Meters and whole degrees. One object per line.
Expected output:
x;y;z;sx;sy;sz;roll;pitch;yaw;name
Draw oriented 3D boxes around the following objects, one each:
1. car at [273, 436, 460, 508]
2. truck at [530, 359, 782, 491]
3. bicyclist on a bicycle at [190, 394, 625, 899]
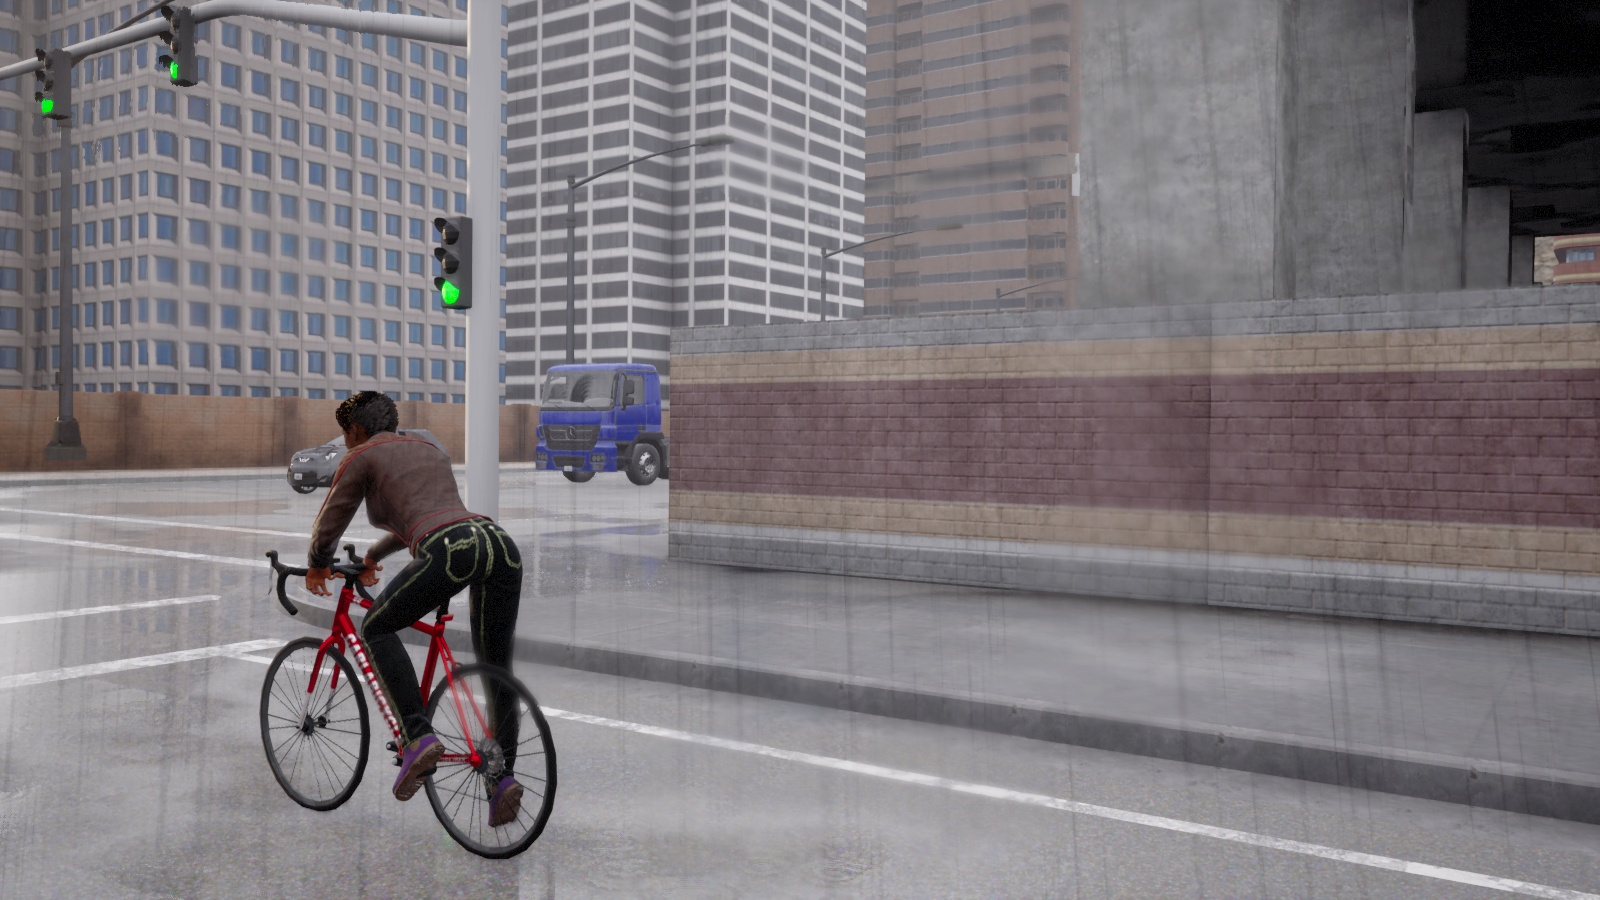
-9.798;0.444;28.592;1.845;1.501;3.633;0;1;34;car
-4.016;-0.721;37.134;2.891;3.462;7.936;0;1;34;truck
-1.472;0.635;4.599;1.656;1.620;0.582;0;1;34;bicyclist on a bicycle
